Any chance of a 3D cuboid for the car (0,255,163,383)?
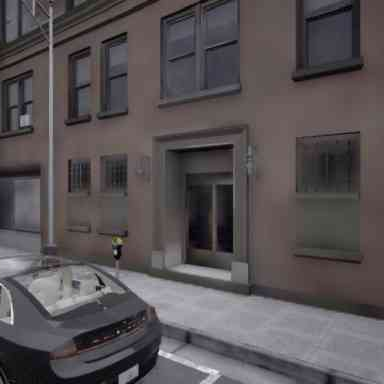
[{"bbox_3d":[-2.392,1.550,4.516,4.403,1.369,2.008,0,0,36],"label":"car"}]
